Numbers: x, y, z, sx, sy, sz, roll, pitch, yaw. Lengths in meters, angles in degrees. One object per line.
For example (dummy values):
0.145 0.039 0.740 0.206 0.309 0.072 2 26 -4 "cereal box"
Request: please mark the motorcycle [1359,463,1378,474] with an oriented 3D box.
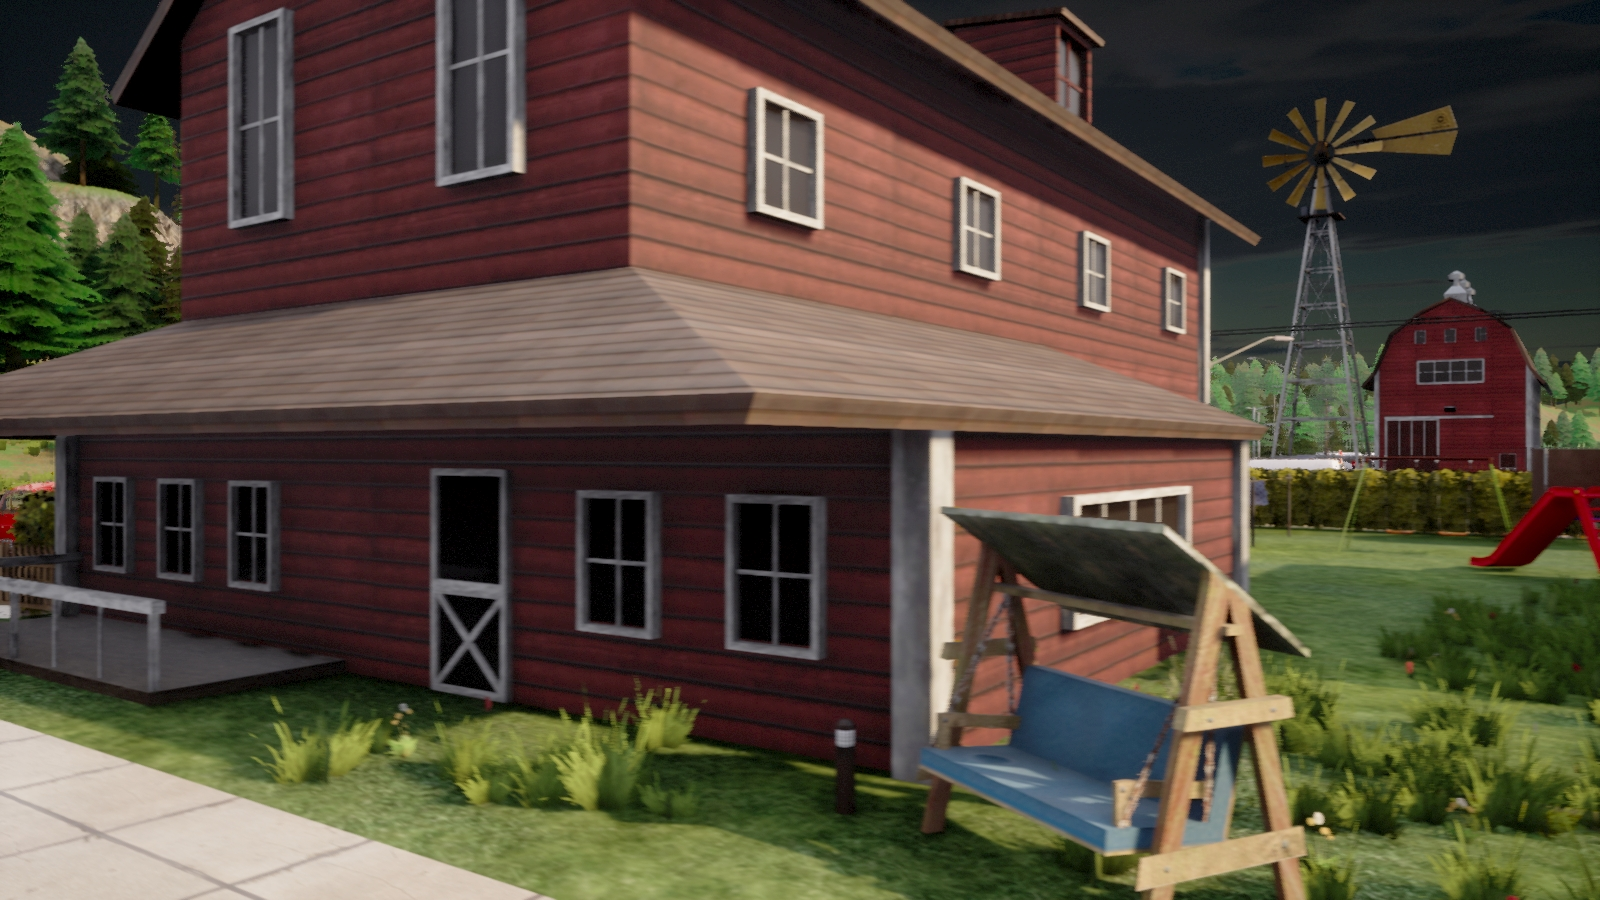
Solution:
66.366 2.140 133.384 1.805 1.316 0.856 0 -2 42 "motorcycle"
